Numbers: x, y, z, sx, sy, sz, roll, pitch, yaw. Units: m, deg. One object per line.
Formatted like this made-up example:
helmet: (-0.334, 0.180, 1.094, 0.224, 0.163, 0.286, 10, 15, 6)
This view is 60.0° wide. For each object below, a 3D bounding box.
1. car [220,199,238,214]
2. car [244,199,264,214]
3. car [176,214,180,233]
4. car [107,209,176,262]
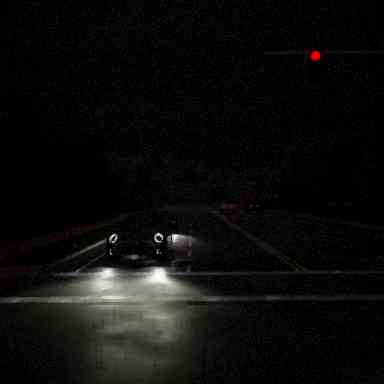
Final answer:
car: (5.356, 2.095, 48.837, 2.150, 2.045, 5.566, -1, -1, 1)
car: (8.841, 2.031, 47.546, 2.150, 2.045, 5.566, -1, -1, 1)
car: (-1.881, 2.036, 23.324, 1.994, 1.385, 4.181, -1, -1, 0)
car: (-1.928, 1.636, 13.385, 2.097, 1.767, 4.553, -1, -1, 0)
